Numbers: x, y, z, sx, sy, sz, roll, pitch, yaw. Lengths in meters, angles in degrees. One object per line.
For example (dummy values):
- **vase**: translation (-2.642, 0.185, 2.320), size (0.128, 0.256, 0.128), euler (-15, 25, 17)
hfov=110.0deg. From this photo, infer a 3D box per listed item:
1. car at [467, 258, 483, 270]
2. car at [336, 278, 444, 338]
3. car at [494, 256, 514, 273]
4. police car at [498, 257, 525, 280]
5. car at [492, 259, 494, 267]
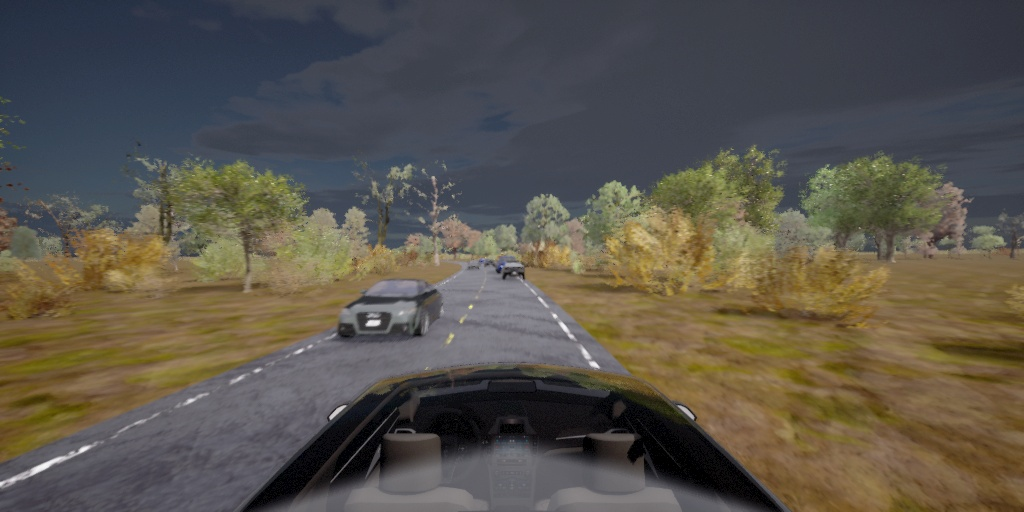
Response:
- **car**: translation (-5.605, 1.309, 52.765), size (1.837, 1.490, 4.892), euler (0, 0, -5)
- **car**: translation (-3.173, 1.332, 10.146), size (1.994, 1.385, 4.181), euler (0, 0, -1)
- **car**: translation (-0.628, 0.996, 41.662), size (2.150, 2.045, 5.566), euler (0, 0, -5)
- **police car**: translation (0.059, 1.188, 31.717), size (1.930, 1.638, 5.238), euler (0, 0, -3)
- **car**: translation (-1.134, 1.128, 47.610), size (2.097, 1.767, 4.553), euler (0, 0, -5)
